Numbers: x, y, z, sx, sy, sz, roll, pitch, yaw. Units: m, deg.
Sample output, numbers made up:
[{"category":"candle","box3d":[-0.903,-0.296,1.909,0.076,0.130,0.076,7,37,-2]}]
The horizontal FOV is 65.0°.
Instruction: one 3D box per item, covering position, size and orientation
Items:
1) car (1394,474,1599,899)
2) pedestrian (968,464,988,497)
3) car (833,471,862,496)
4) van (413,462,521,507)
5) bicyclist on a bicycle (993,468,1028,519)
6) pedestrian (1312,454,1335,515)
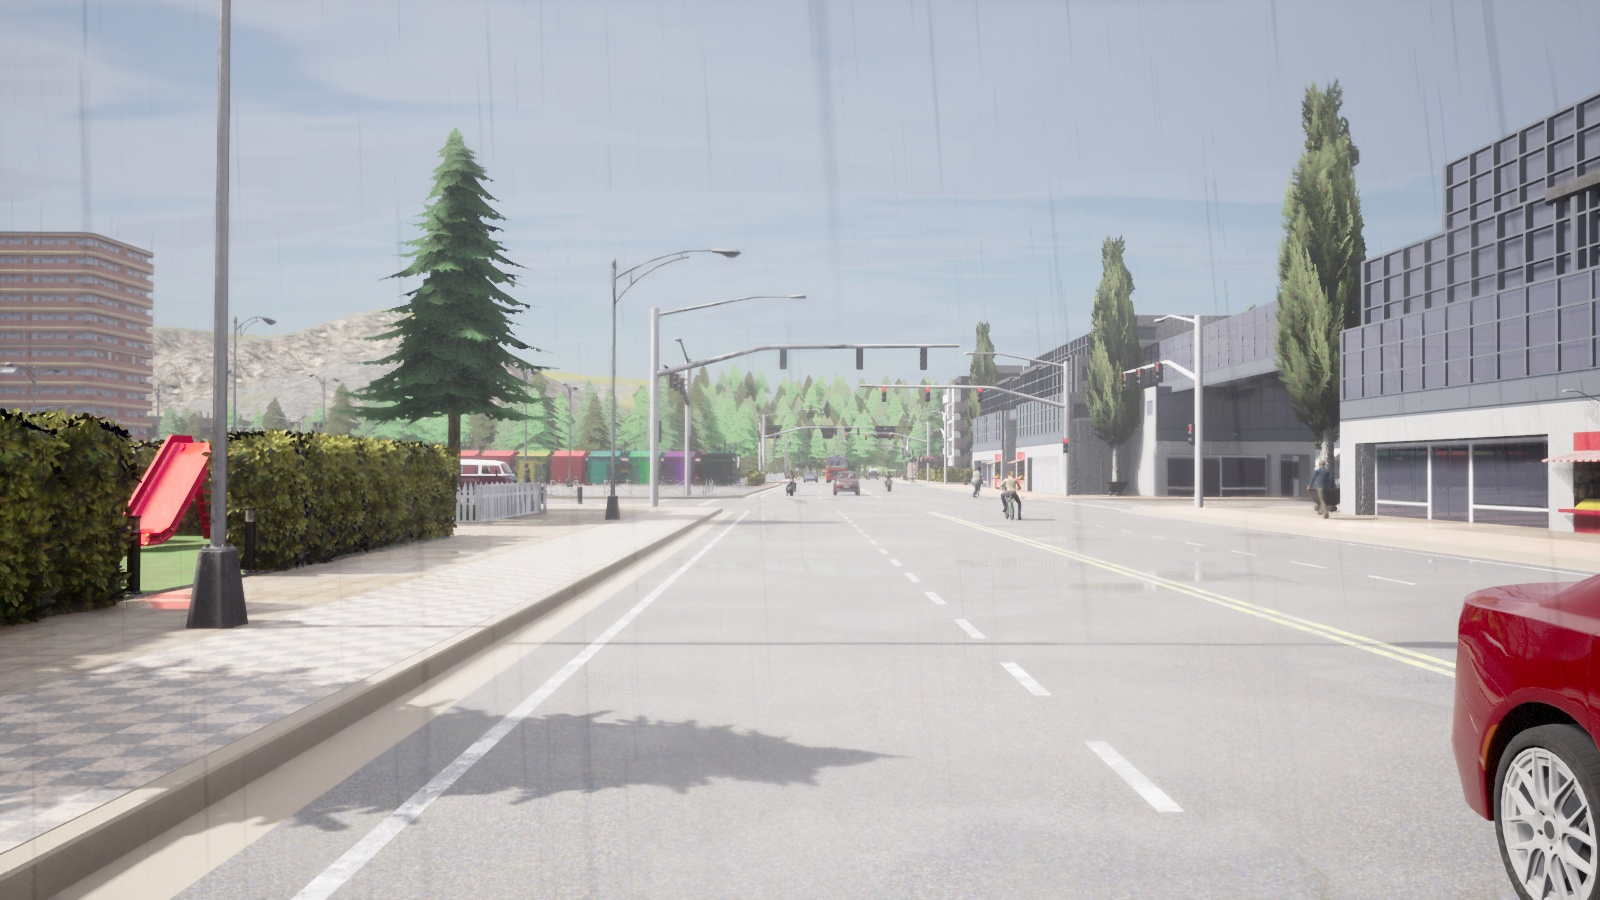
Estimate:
[{"category":"car","box3d":[3.484,0.826,2.846,1.882,1.535,5.008,0,-1,0]},{"category":"pedestrian","box3d":[10.213,1.758,71.959,0.900,1.855,0.874,0,-1,-12]},{"category":"car","box3d":[3.028,2.142,81.198,1.789,1.549,3.705,0,-1,1]},{"category":"van","box3d":[-15.426,1.578,58.372,4.480,2.038,2.069,0,-1,0]},{"category":"bicyclist on a bicycle","box3d":[6.817,1.407,40.777,0.866,1.612,1.509,0,-1,0]},{"category":"pedestrian","box3d":[16.032,1.053,38.456,0.402,1.842,0.726,0,-1,3]}]
